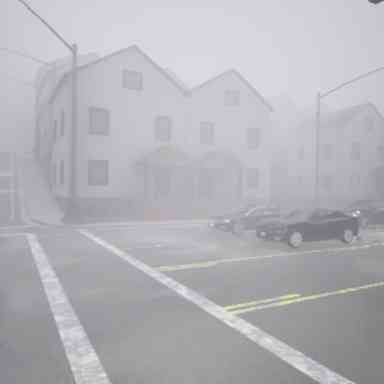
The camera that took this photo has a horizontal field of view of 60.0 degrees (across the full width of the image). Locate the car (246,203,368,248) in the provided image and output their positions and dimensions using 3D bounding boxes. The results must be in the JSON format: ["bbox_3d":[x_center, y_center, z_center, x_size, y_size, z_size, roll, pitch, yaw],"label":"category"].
[{"bbox_3d":[5.058,1.421,14.500,5.008,1.535,1.882,1,1,-28],"label":"car"}]

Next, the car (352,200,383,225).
[{"bbox_3d":[11.287,1.322,21.770,4.553,1.767,2.097,1,1,-28],"label":"car"}]

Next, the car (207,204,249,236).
[{"bbox_3d":[3.158,1.383,17.453,4.902,1.511,2.128,1,1,-28],"label":"car"}]
